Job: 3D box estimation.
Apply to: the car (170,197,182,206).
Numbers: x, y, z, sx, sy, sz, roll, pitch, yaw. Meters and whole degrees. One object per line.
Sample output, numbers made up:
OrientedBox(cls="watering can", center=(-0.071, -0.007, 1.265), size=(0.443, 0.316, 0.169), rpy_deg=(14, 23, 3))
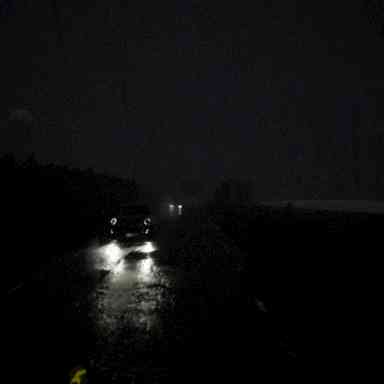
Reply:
OrientedBox(cls="car", center=(-2.810, 1.630, 59.693), size=(1.837, 1.490, 4.892), rpy_deg=(0, 0, 1))

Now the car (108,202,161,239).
OrientedBox(cls="car", center=(-2.856, 1.367, 17.292), size=(2.097, 1.767, 4.553), rpy_deg=(0, 0, 0))

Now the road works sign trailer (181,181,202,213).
OrientedBox(cls="road works sign trailer", center=(-0.012, 0.520, 37.884), size=(2.380, 3.560, 2.880), rpy_deg=(0, 0, 0))
